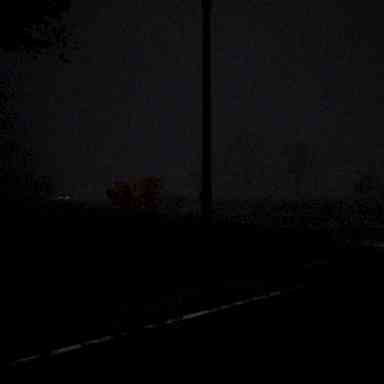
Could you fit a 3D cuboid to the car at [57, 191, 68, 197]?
[{"bbox_3d":[-31.017,0.497,79.637,1.882,1.535,5.008,-1,1,-28],"label":"car"}]
